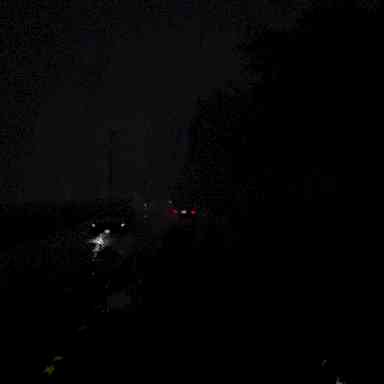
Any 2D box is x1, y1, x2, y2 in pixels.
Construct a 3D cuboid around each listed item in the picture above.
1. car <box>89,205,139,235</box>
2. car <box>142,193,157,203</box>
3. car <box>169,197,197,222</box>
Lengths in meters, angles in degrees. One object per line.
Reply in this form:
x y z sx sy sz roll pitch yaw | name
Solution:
-4.022 1.422 18.054 2.033 1.411 5.357 0 0 -3 | car
-7.191 1.046 57.403 1.837 1.490 4.892 0 1 -6 | car
-0.636 1.373 24.744 2.033 1.411 5.357 0 0 -3 | car
